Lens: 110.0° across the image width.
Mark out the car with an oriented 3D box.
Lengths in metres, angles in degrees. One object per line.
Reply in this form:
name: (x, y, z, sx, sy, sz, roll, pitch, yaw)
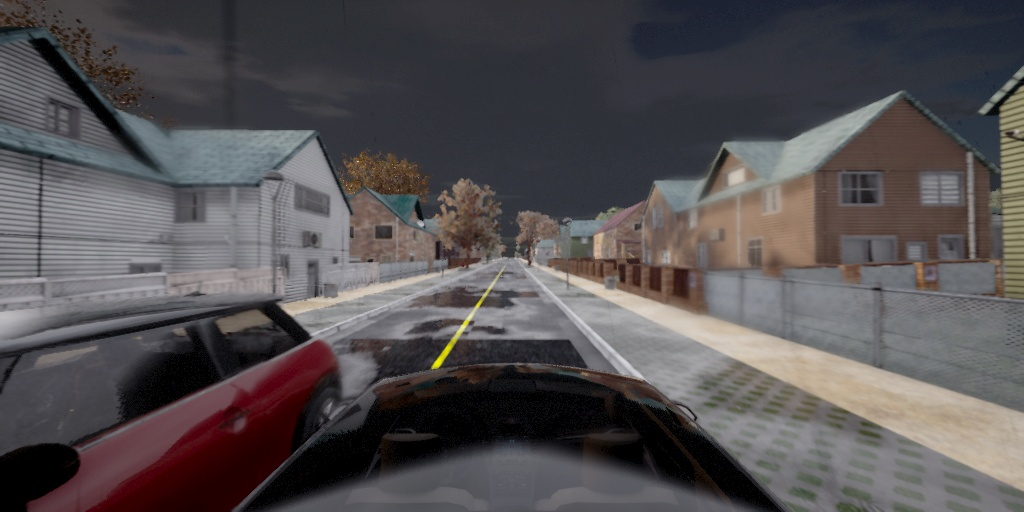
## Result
car: (-2.750, 1.102, 1.745, 2.097, 1.767, 4.553, 0, 0, 0)
